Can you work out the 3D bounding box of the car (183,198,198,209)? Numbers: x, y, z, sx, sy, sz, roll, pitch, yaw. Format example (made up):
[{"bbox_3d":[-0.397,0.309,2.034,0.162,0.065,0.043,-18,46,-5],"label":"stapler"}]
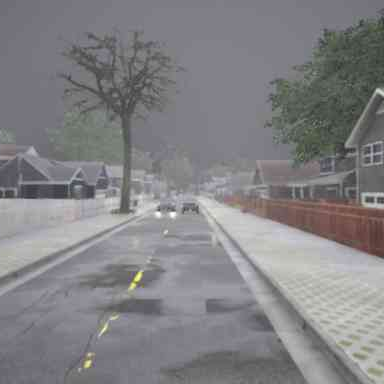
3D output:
[{"bbox_3d":[-0.224,1.573,47.104,1.994,1.385,4.181,0,0,0],"label":"car"}]

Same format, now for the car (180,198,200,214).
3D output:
[{"bbox_3d":[-0.175,1.515,35.548,1.837,1.490,4.892,0,0,0],"label":"car"}]

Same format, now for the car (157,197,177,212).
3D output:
[{"bbox_3d":[-2.947,1.364,39.579,2.097,1.767,4.553,0,0,0],"label":"car"}]
